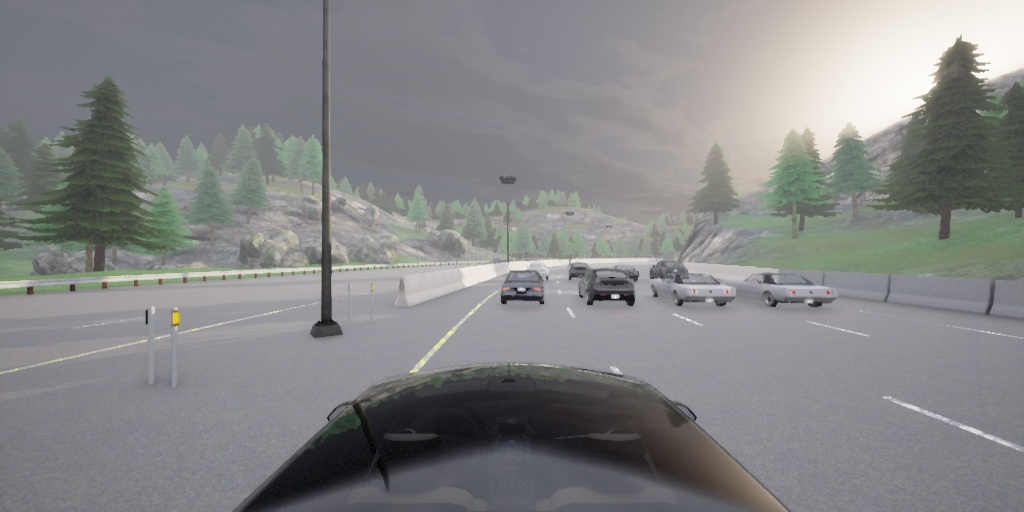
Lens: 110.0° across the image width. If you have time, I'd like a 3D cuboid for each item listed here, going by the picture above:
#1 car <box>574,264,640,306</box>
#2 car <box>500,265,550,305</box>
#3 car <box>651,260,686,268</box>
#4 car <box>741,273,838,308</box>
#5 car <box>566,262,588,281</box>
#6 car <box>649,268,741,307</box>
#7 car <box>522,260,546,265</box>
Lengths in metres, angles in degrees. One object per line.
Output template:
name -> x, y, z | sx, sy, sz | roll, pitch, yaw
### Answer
car -> 4.039, 1.266, 15.801 | 1.837, 1.490, 4.892 | 0, 0, 4
car -> 0.549, 1.313, 16.064 | 2.033, 1.411, 5.357 | 0, 0, 4
car -> 12.572, 1.116, 28.966 | 2.097, 1.767, 4.553 | 0, 0, 9
car -> 11.021, 1.366, 15.305 | 1.895, 1.301, 4.718 | 0, 0, 4
car -> 5.655, 1.266, 30.046 | 1.837, 1.490, 4.892 | 0, 0, 9
car -> 7.531, 1.366, 15.568 | 1.895, 1.301, 4.718 | 0, 0, 4
car -> 2.195, 1.283, 30.572 | 1.812, 1.442, 4.674 | 0, 0, 9
